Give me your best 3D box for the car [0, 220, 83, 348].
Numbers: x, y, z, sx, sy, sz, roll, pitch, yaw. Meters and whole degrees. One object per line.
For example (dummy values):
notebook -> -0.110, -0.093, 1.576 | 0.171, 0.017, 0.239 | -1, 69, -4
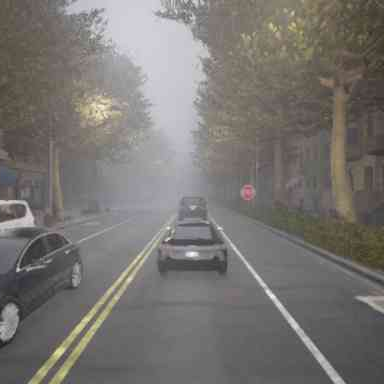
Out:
car -> -3.595, 1.531, 6.379 | 1.837, 1.490, 4.892 | 0, 0, 0

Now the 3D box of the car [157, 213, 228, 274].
car -> 0.059, 1.606, 10.704 | 1.994, 1.385, 4.181 | 0, 0, 2

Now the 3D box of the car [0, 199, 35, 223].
car -> -6.556, 1.266, 9.556 | 2.435, 2.045, 5.566 | 0, 0, 0

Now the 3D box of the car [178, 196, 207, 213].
car -> 0.070, 1.327, 26.926 | 2.150, 2.045, 5.566 | 0, 0, 0
